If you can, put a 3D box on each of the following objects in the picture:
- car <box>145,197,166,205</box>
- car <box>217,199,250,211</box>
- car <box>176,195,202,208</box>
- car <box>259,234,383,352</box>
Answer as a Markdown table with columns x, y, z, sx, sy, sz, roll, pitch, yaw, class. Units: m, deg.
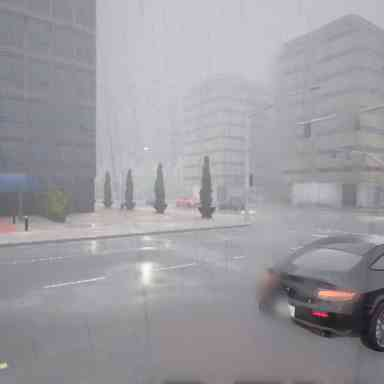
| x | y | z | sx | sy | sz | roll | pitch | yaw | class |
| --- | --- | --- | --- | --- | --- | --- | --- | --- | --- |
| -6.117 | 1.567 | 55.712 | 1.994 | 1.385 | 4.181 | 0 | 0 | -35 | car |
| 4.957 | 1.567 | 39.894 | 1.994 | 1.385 | 4.181 | 0 | 0 | -35 | car |
| -0.424 | 1.355 | 47.573 | 2.097 | 1.767 | 4.553 | 0 | 0 | -35 | car |
| 3.246 | 1.526 | 6.135 | 4.674 | 1.442 | 1.812 | 0 | 0 | -35 | car |
